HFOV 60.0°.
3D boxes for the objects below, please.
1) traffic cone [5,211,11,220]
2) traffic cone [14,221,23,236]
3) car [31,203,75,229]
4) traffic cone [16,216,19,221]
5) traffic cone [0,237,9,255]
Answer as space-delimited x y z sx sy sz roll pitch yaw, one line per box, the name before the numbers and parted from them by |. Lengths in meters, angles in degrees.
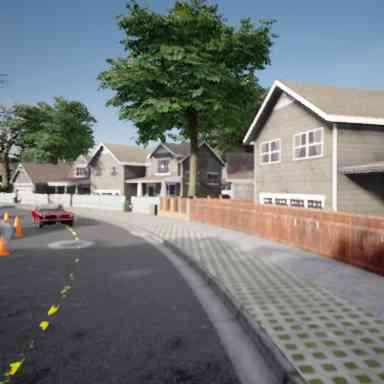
traffic cone | -13.160 1.686 23.733 0.340 0.580 0.340 -1 1 -38
traffic cone | -8.206 1.782 15.735 0.340 0.580 0.340 0 1 -25
car | -8.449 1.374 20.095 1.895 1.301 4.718 0 1 -31
traffic cone | -10.452 1.732 19.877 0.340 0.580 0.340 0 1 -32
traffic cone | -6.452 1.835 11.363 0.340 0.580 0.340 0 1 -19
